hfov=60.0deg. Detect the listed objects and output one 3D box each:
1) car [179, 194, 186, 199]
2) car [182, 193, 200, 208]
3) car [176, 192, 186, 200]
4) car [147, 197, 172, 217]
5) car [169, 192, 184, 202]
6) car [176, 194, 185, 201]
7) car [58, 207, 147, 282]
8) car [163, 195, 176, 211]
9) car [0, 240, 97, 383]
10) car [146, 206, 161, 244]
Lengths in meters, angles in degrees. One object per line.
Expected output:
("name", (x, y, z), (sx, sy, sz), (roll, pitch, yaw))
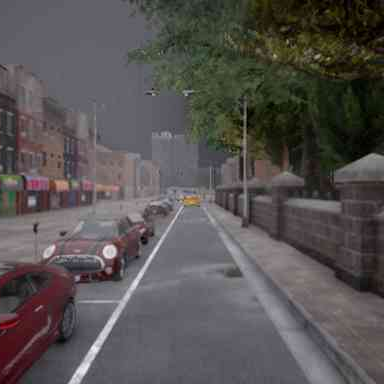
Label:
("car", (-2.627, 1.164, 92.319), (1.752, 1.417, 4.829), (0, 0, 0))
("car", (0.007, 1.148, 44.165), (1.882, 1.535, 5.008), (0, 0, 0))
("car", (-2.629, 0.992, 81.584), (2.192, 1.841, 5.009), (0, 0, 0))
("car", (-3.019, 1.402, 29.196), (1.812, 1.442, 4.674), (0, 0, 0))
("car", (-4.252, 1.153, 63.716), (4.181, 1.385, 1.994), (0, 0, 32))
("car", (-2.629, 1.222, 75.963), (1.752, 1.417, 4.829), (0, 0, 0))
("car", (-2.638, 1.399, 9.472), (1.967, 1.590, 4.097), (0, 0, 0))
("car", (-3.018, 1.374, 36.196), (1.812, 1.442, 4.674), (0, 0, 0))
("car", (-2.638, 1.565, 3.797), (1.802, 1.307, 4.206), (0, 0, 0))
("car", (-2.637, 1.517, 15.148), (1.802, 1.307, 4.206), (0, 0, 0))
